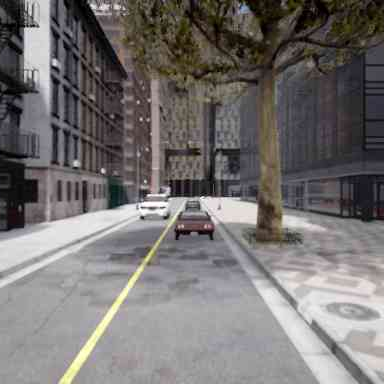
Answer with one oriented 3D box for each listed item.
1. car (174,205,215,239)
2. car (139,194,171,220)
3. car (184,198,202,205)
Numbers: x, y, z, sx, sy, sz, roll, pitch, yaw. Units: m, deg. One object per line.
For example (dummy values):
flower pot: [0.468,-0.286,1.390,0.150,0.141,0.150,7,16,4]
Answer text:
car: [0.104,1.592,17.341,1.895,1.301,4.718,0,0,0]
car: [-2.999,1.197,27.995,2.150,2.045,5.566,0,0,0]
car: [0.109,1.446,39.942,2.128,1.511,4.902,0,0,0]
